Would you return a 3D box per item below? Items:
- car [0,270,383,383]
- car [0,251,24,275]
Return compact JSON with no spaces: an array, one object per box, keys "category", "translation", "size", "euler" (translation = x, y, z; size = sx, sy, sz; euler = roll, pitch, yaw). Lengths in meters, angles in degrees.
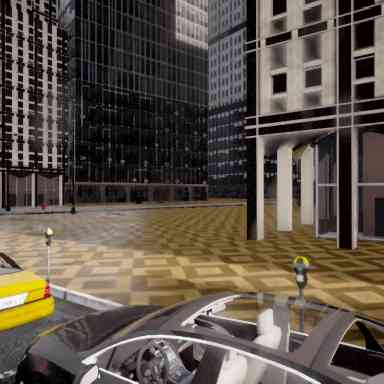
[{"category":"car","translation":[0.290,1.551,2.670],"size":[4.403,1.369,2.008],"euler":[0,0,36]},{"category":"car","translation":[-4.464,1.525,6.064],"size":[4.829,1.417,1.752],"euler":[0,0,36]}]
